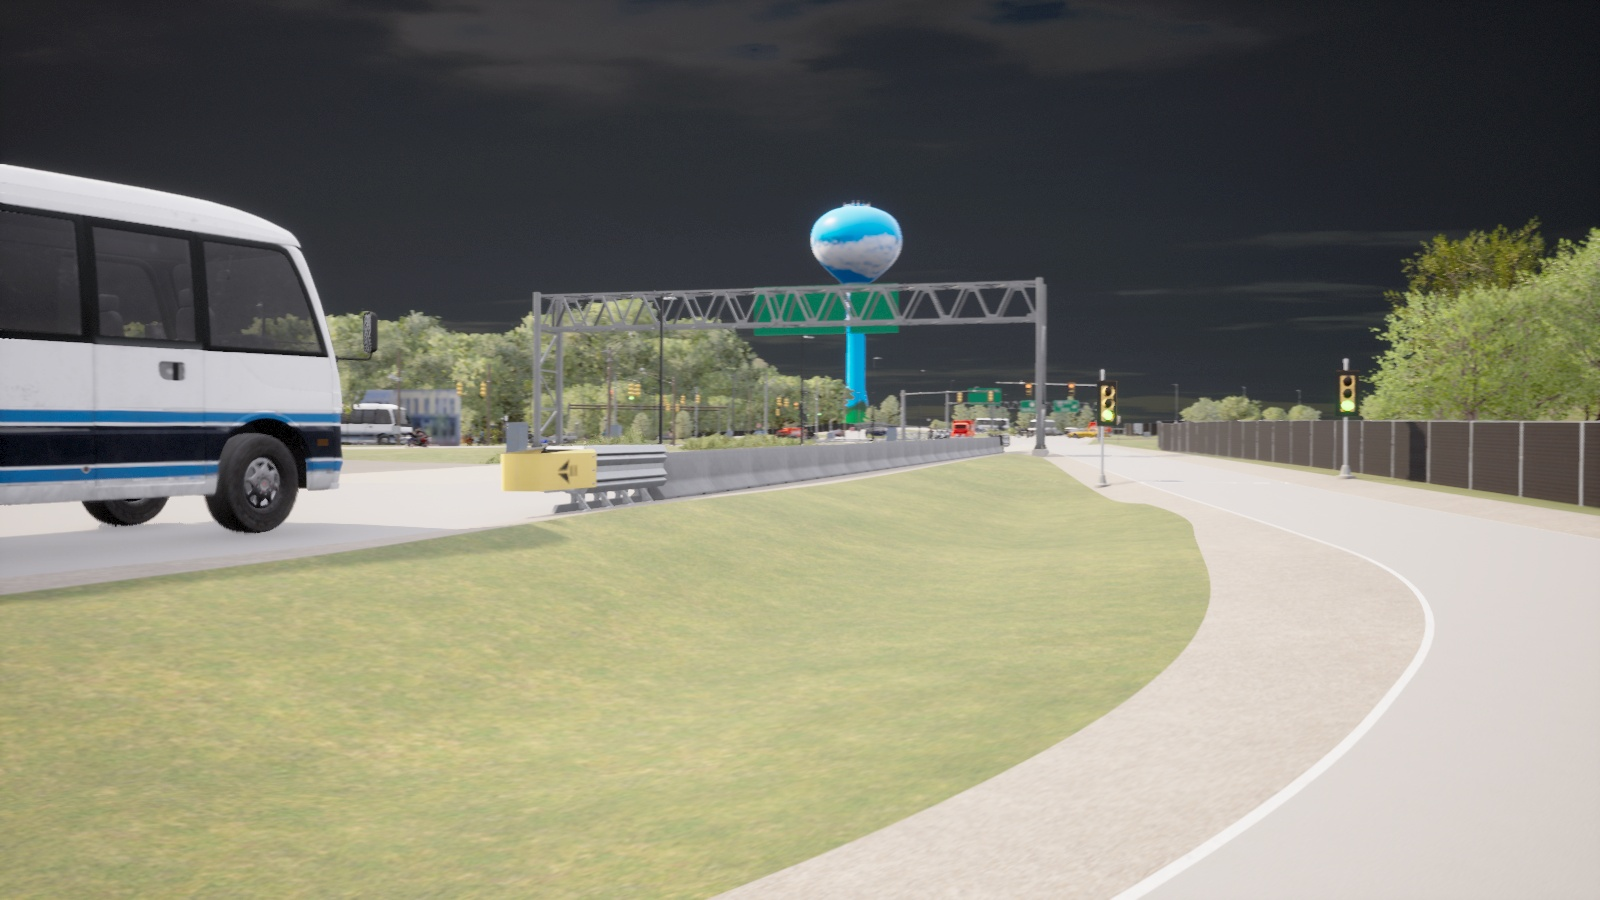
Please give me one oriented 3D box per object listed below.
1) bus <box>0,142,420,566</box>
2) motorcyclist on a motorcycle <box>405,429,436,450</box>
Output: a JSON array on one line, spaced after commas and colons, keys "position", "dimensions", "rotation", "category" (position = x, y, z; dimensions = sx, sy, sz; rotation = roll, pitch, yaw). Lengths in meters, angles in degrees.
[{"position": [-9.529, -0.979, 13.931], "dimensions": [3.944, 4.253, 10.273], "rotation": [0, 1, 29], "category": "bus"}, {"position": [-27.628, -0.750, 91.422], "dimensions": [0.866, 1.530, 2.191], "rotation": [-1, 0, 24], "category": "motorcyclist on a motorcycle"}]
